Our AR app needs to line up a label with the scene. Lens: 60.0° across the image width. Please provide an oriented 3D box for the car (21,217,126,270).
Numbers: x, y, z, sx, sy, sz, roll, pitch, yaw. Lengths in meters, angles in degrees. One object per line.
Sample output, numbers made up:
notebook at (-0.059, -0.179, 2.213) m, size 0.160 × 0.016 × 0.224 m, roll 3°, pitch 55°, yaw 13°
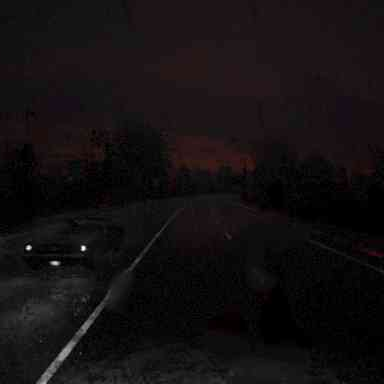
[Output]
car at (-3.561, 1.538, 10.883) m, size 1.895 × 1.301 × 4.718 m, roll 0°, pitch 0°, yaw 1°
